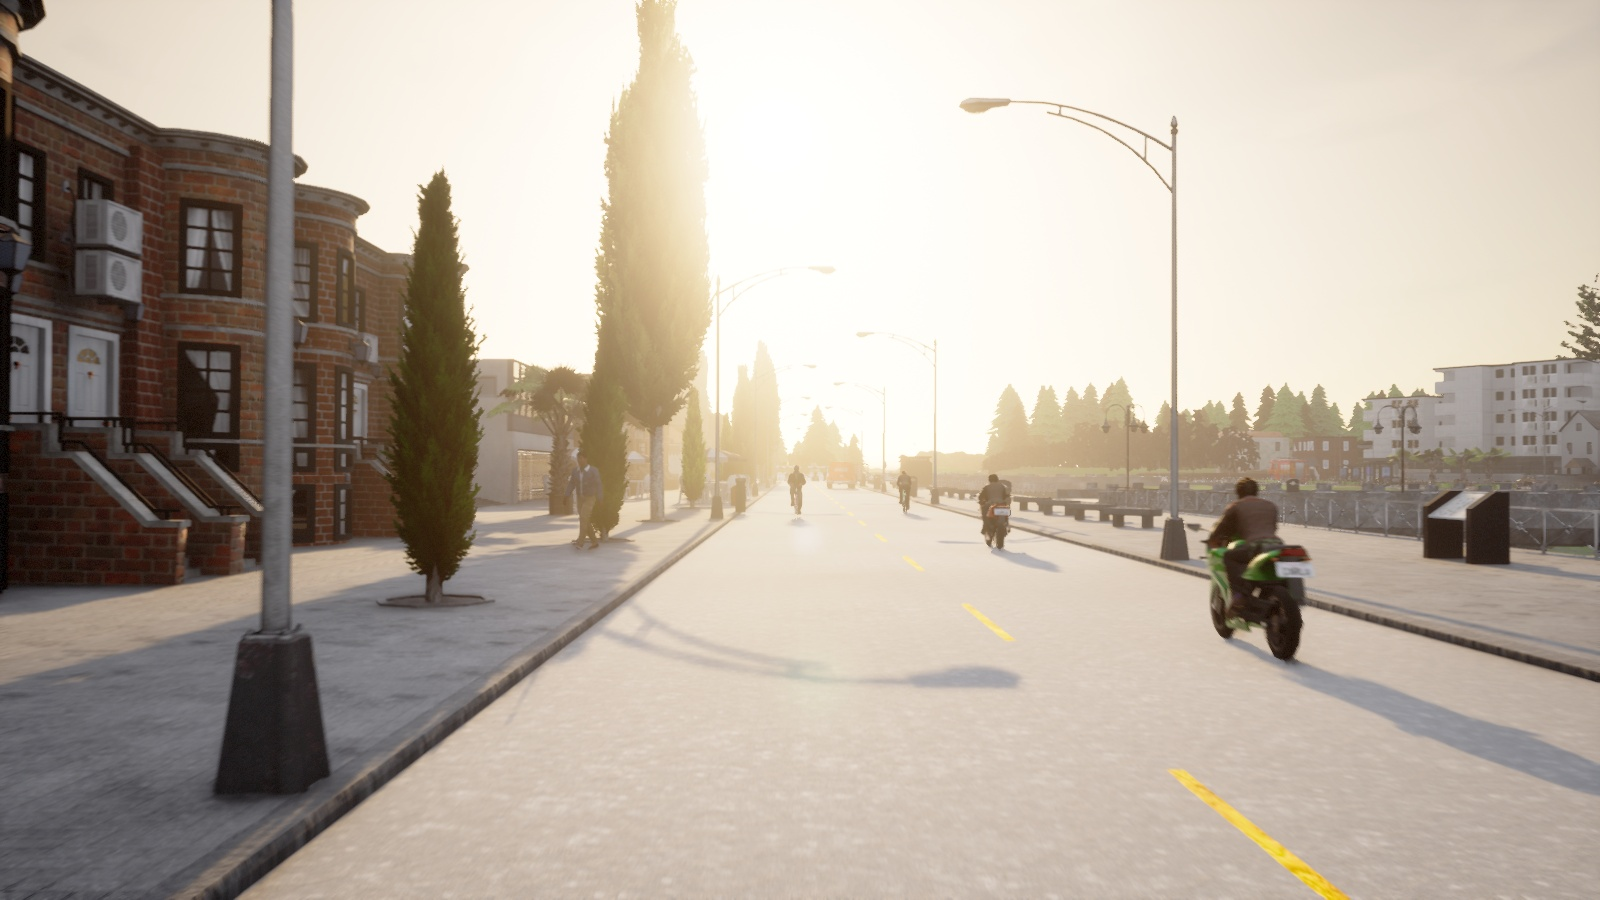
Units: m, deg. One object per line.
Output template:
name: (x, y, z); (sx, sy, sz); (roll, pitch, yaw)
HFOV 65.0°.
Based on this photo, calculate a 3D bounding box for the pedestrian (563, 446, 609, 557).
pedestrian: (-3.833, 0.917, 22.515); (0.423, 1.949, 0.788); (-1, -1, 26)

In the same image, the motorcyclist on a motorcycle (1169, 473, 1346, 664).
motorcyclist on a motorcycle: (3.970, 0.967, 11.089); (0.797, 1.523, 2.044); (0, -1, 0)

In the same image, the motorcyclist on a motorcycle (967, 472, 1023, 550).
motorcyclist on a motorcycle: (3.933, 1.207, 25.443); (0.797, 1.523, 2.044); (0, -1, 0)
